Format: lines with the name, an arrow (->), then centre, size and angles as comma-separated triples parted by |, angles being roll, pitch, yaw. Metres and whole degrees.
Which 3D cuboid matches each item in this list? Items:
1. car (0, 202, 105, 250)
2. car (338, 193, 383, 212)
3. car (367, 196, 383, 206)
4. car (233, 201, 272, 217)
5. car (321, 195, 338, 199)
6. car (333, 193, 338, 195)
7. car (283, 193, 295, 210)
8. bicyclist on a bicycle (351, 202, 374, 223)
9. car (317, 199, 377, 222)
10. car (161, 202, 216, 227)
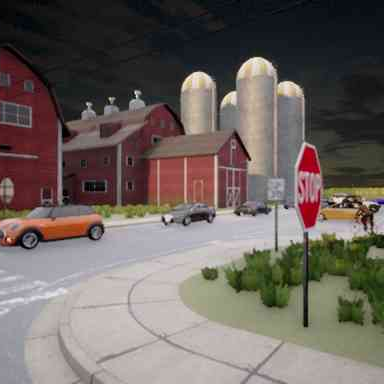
car -> -6.177, 1.350, 14.636 | 2.097, 1.767, 4.553 | 0, 0, 39
car -> 18.586, 1.312, 36.602 | 3.866, 1.878, 1.905 | 0, 0, 35
car -> 32.462, 1.479, 56.437 | 4.611, 1.667, 2.242 | 0, 0, 35
car -> 5.921, 1.546, 31.772 | 2.033, 1.411, 5.357 | 0, 0, 35
car -> 16.087, 1.490, 40.077 | 2.128, 1.511, 4.902 | 0, 0, 35
car -> 21.946, 1.220, 48.636 | 2.150, 2.045, 5.566 | 0, 0, 35
car -> 13.580, 1.215, 42.776 | 2.150, 2.045, 5.566 | 0, 1, 34
bicyclist on a bicycle -> 8.419, 1.300, 16.378 | 0.582, 1.620, 1.656 | 0, 0, -21
car -> 11.324, 1.505, 25.229 | 4.193, 1.474, 1.816 | 0, 0, 35
car -> -0.134, 1.490, 23.014 | 2.128, 1.511, 4.902 | 0, 0, 35
